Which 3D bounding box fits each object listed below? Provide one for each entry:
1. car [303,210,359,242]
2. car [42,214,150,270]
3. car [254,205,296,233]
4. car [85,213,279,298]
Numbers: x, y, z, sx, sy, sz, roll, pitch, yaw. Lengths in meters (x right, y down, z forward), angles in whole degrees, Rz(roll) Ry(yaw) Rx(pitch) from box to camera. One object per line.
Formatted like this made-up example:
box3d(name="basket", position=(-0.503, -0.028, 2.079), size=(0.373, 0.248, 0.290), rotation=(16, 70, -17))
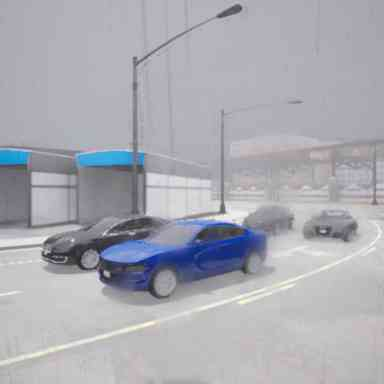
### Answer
box3d(name="car", position=(7.058, 1.599, 16.722), size=(1.994, 1.385, 4.181), rotation=(0, 0, 34))
box3d(name="car", position=(-2.443, 1.537, 11.279), size=(4.892, 1.490, 1.837), rotation=(0, 0, -42))
box3d(name="car", position=(4.554, 1.548, 19.209), size=(1.837, 1.490, 4.892), rotation=(0, 0, 33))
box3d(name="car", position=(0.019, 1.500, 8.834), size=(5.008, 1.535, 1.882), rotation=(0, 0, -42))
